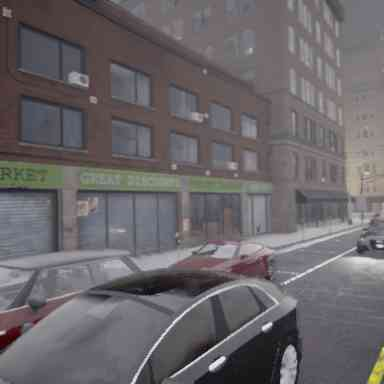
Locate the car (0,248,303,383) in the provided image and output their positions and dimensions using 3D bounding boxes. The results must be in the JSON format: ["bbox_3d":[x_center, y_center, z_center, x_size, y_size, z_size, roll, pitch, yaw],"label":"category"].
[{"bbox_3d":[-0.439,1.670,3.322,1.837,1.490,4.892,-3,-3,38],"label":"car"}]

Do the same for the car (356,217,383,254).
[{"bbox_3d":[8.983,2.081,15.305,1.994,1.385,4.181,-3,-3,38],"label":"car"}]

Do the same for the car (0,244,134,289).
[{"bbox_3d":[-2.407,1.712,4.991,1.967,1.590,4.097,-4,-4,38],"label":"car"}]

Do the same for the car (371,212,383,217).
[{"bbox_3d":[18.109,2.593,31.477,1.887,1.381,4.507,-4,-4,38],"label":"car"}]

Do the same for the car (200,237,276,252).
[{"bbox_3d":[1.015,1.984,9.399,1.802,1.307,4.206,-4,-4,38],"label":"car"}]
